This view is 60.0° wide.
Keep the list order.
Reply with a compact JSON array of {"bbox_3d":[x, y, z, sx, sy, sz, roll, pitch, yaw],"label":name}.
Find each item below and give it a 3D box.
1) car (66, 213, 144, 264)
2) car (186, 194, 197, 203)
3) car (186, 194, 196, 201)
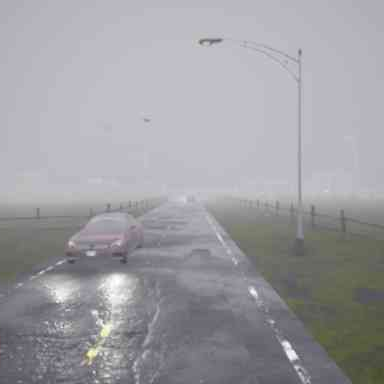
[{"bbox_3d":[-2.866,1.501,11.852,1.812,1.442,4.674,0,0,0],"label":"car"},{"bbox_3d":[-0.110,1.299,62.158,2.128,1.511,4.902,0,0,0],"label":"car"},{"bbox_3d":[-0.129,1.211,72.462,2.128,1.511,4.902,0,0,0],"label":"car"}]
